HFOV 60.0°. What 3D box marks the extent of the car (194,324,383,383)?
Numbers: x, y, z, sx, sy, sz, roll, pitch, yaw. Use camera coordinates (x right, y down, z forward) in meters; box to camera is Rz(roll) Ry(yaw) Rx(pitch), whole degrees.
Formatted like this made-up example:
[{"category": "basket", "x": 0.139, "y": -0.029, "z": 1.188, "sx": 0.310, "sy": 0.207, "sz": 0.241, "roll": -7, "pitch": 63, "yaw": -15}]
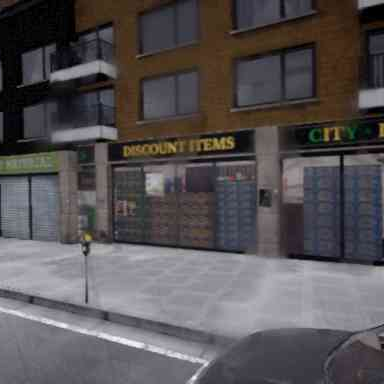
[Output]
[{"category": "car", "x": 2.032, "y": 1.475, "z": 1.929, "sx": 4.403, "sy": 1.369, "sz": 2.008, "roll": -1, "pitch": 1, "yaw": 29}]
